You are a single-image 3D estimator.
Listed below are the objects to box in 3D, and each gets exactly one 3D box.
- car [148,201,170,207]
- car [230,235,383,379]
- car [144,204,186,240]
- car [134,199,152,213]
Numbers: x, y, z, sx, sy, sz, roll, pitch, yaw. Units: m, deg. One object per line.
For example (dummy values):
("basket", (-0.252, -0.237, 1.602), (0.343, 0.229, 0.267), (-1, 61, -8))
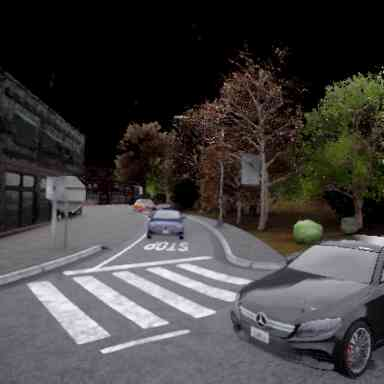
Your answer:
("car", (-2.444, 1.727, 28.708), (1.994, 1.385, 4.181), (2, -1, -11))
("car", (2.762, 1.534, 5.664), (4.674, 1.442, 1.812), (-2, 0, -36))
("car", (-1.329, 1.640, 18.070), (1.812, 1.442, 4.674), (2, 0, -2))
("car", (-5.669, 1.610, 40.616), (2.097, 1.767, 4.553), (2, -2, -21))
